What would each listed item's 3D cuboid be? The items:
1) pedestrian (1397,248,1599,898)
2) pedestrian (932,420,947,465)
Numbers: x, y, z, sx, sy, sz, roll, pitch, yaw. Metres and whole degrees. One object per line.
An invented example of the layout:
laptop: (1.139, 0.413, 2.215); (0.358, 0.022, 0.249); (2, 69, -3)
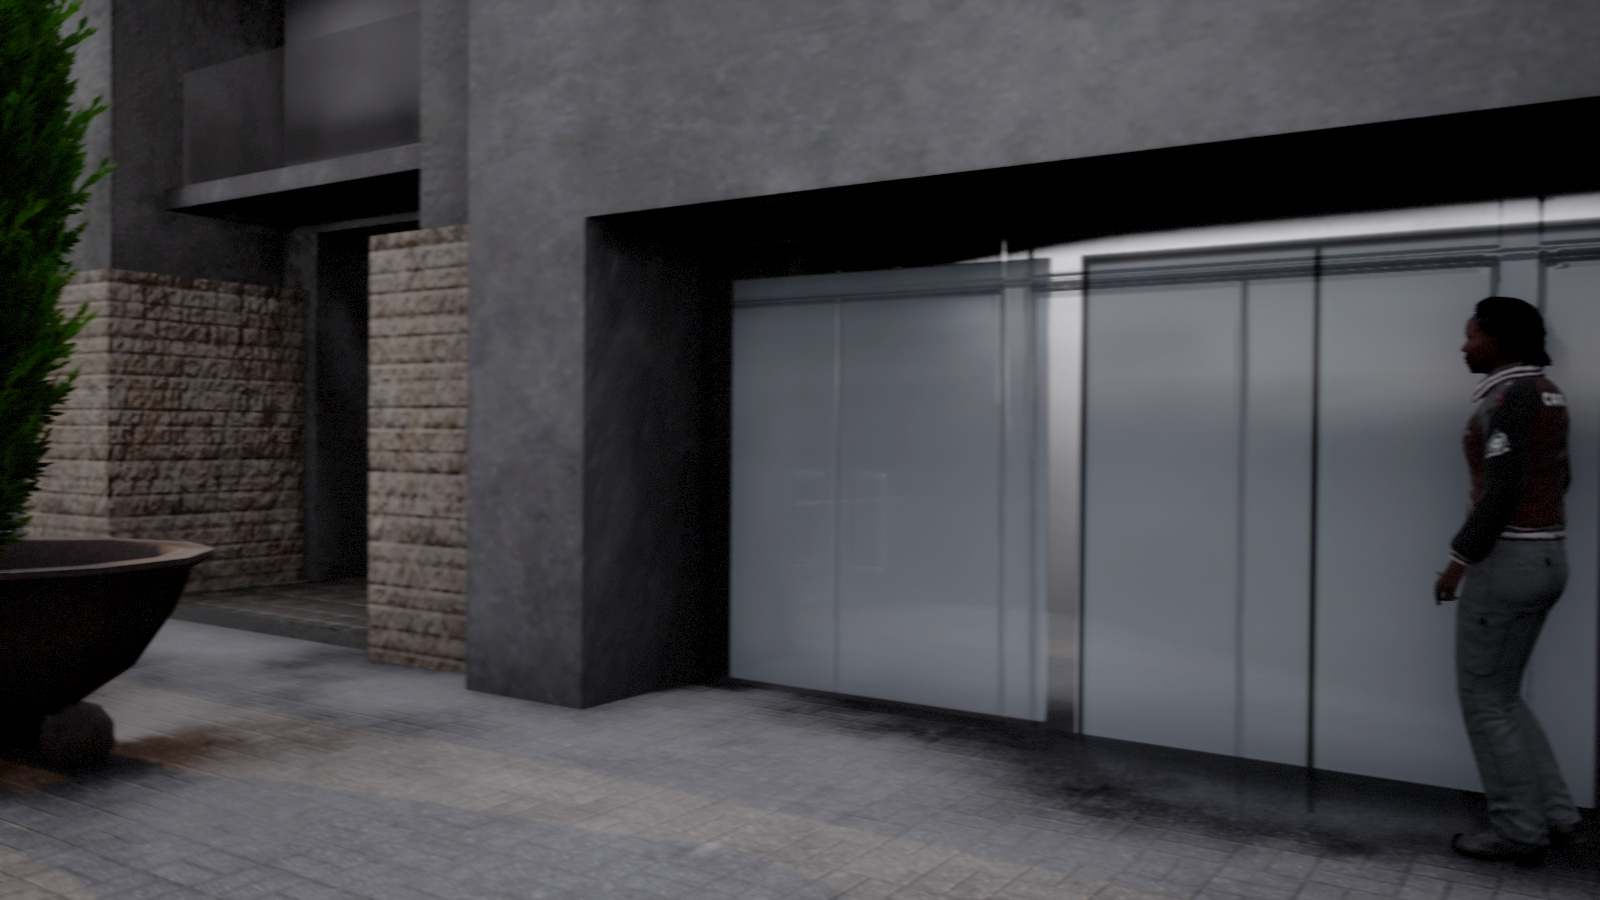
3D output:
pedestrian: (2.360, 0.364, 4.059); (0.402, 1.930, 0.666); (-1, 1, -39)
pedestrian: (5.699, -0.311, 51.307); (0.345, 1.836, 0.594); (0, 1, 32)
